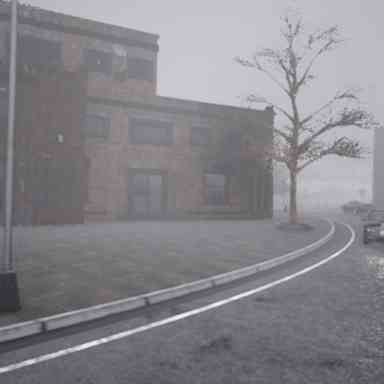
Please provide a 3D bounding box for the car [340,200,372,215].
[{"bbox_3d":[17.850,1.689,36.138,1.837,1.490,4.892,1,0,-1],"label":"car"}]

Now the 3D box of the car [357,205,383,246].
[{"bbox_3d":[8.982,1.576,15.327,2.128,1.511,4.902,1,0,28],"label":"car"}]
